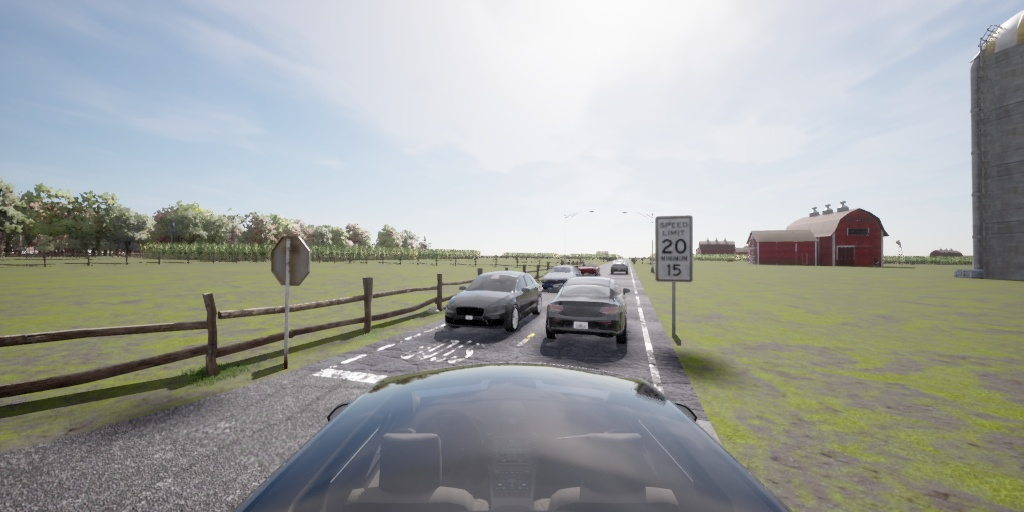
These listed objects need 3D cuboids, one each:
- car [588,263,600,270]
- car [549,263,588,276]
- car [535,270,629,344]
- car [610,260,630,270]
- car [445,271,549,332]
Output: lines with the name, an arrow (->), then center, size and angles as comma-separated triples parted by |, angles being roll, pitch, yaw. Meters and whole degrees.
car -> 7.919, 1.374, 36.753 | 1.895, 1.301, 4.718 | 0, 0, 18
car -> 3.243, 1.311, 22.367 | 2.033, 1.411, 5.357 | 0, 0, 18
car -> 2.139, 1.281, 9.666 | 1.812, 1.442, 4.674 | 0, 0, 18
car -> 12.333, 1.268, 41.052 | 2.128, 1.511, 4.902 | 0, 0, 18
car -> -0.340, 1.260, 11.117 | 1.837, 1.490, 4.892 | 0, 0, 17
